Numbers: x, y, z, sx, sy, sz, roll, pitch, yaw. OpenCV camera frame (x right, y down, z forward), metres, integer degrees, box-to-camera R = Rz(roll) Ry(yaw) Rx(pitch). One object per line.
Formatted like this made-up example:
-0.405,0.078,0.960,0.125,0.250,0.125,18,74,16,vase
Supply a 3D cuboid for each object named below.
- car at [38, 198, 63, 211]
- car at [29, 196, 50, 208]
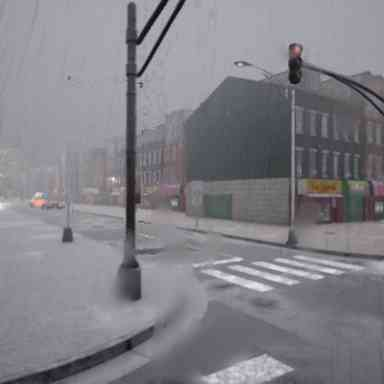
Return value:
-18.944,1.786,44.852,1.895,1.301,4.718,1,0,-34,car
-24.596,1.552,53.140,2.097,1.767,4.553,1,0,-33,car
